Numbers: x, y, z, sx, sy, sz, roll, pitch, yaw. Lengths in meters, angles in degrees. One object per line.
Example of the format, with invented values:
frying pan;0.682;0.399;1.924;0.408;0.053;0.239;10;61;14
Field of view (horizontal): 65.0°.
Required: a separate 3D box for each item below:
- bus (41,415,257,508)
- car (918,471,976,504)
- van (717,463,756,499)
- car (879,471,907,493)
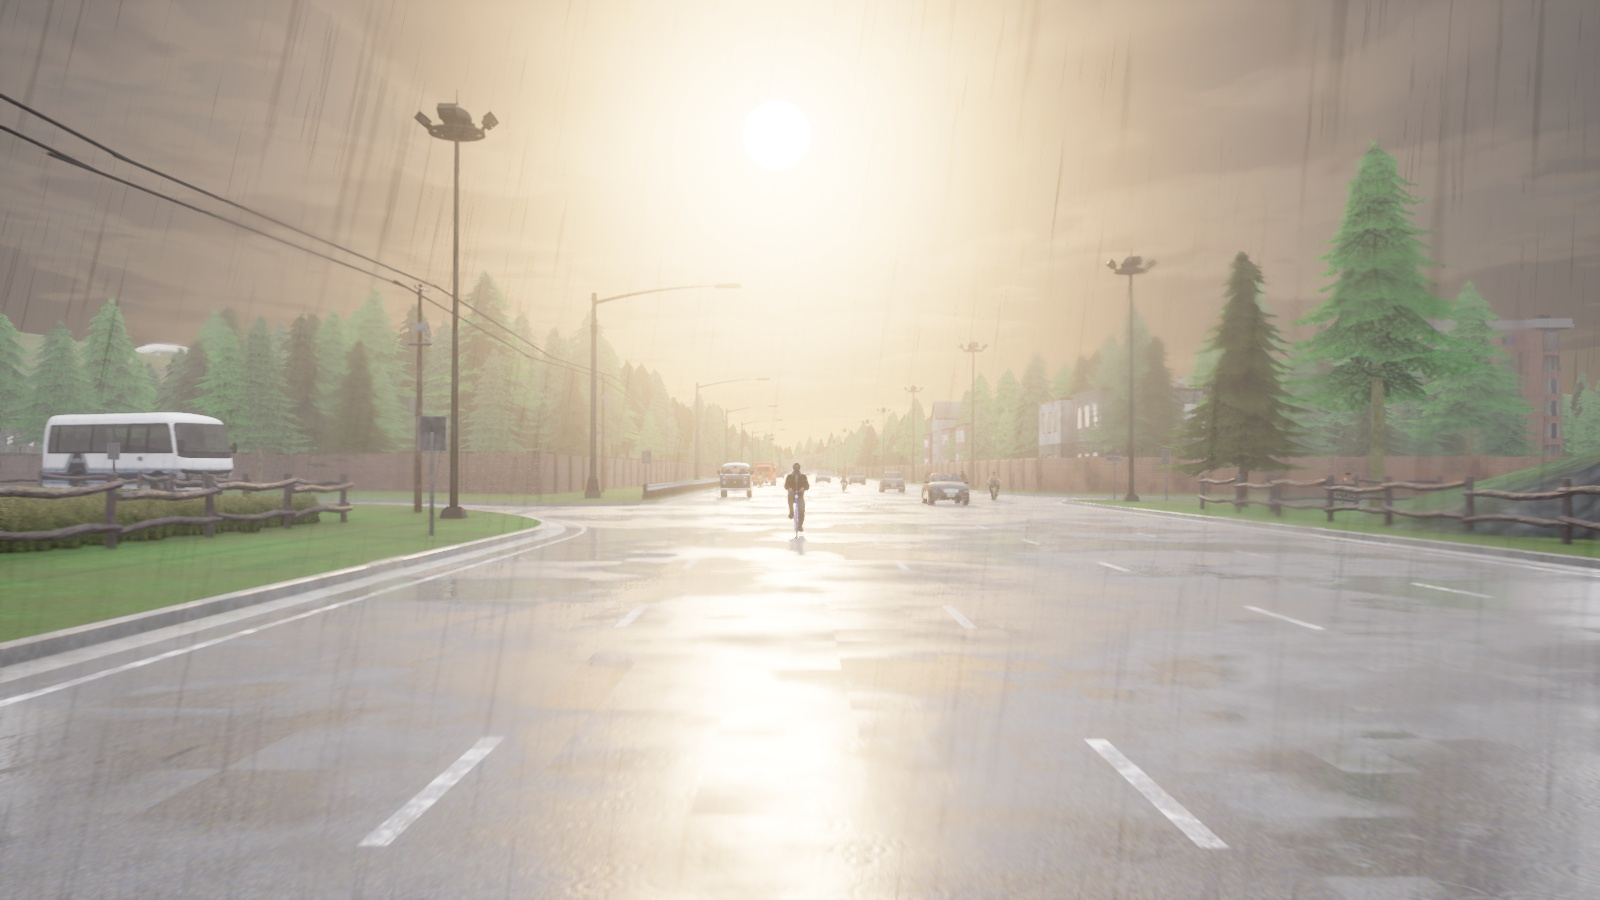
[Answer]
bus;-31.921;0.598;61.510;10.273;4.253;3.944;-1;-1;25
car;6.856;1.736;59.142;2.128;1.511;4.902;0;-1;0
van;-3.680;1.785;73.319;2.069;2.038;4.480;0;-1;0
car;6.776;2.310;92.025;1.789;1.549;3.705;0;-1;0
